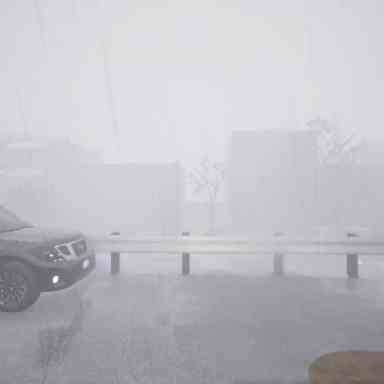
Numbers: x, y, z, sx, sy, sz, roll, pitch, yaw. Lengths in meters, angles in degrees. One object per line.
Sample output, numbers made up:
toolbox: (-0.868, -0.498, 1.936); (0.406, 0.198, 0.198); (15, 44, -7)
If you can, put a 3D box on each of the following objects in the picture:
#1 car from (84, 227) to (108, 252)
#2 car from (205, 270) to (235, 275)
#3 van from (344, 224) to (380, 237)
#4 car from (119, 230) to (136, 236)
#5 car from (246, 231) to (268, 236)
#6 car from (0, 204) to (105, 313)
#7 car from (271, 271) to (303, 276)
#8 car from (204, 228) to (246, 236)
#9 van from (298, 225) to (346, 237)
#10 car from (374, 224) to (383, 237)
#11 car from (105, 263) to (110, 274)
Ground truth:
car: (-9.144, 4.377, 31.448); (1.946, 1.575, 5.366); (0, 0, -18)
car: (1.670, 4.502, 14.020); (2.185, 1.767, 4.553); (0, 2, -18)
van: (14.542, 4.159, 30.658); (1.878, 1.987, 4.442); (0, 0, -18)
car: (-6.105, 4.411, 31.162); (2.163, 1.488, 4.792); (0, 0, -18)
car: (5.716, 4.385, 30.821); (2.231, 1.521, 4.892); (0, 0, -18)
car: (-5.023, 1.207, 7.161); (5.566, 2.045, 2.150); (-1, 1, 2)
car: (4.698, 4.502, 13.935); (2.185, 1.767, 4.553); (0, 2, -18)
car: (2.743, 4.258, 30.942); (2.185, 1.767, 4.553); (0, 0, -18)
van: (11.584, 4.159, 30.750); (1.878, 1.987, 4.442); (0, 0, -18)
car: (17.554, 4.133, 30.434); (2.435, 2.045, 5.566); (0, 0, -18)
car: (-4.355, 4.376, 14.146); (2.435, 2.045, 5.566); (0, 2, -18)
